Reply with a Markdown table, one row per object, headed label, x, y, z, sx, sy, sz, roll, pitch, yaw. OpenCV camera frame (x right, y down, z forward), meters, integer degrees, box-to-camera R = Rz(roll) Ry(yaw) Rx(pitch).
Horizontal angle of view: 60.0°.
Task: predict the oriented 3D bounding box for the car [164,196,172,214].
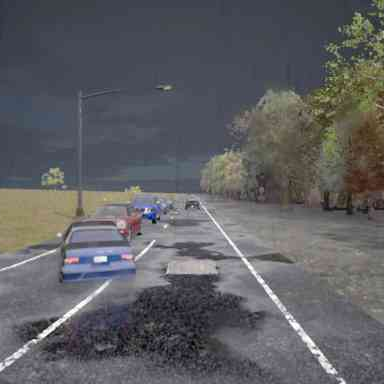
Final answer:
| label | x | y | z | sx | sy | sz | roll | pitch | yaw |
| --- | --- | --- | --- | --- | --- | --- | --- | --- | --- |
| car | -3.599 | 1.385 | 35.287 | 2.097 | 1.767 | 4.553 | 0 | 0 | 0 |

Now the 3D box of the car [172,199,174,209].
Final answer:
| label | x | y | z | sx | sy | sz | roll | pitch | yaw |
| --- | --- | --- | --- | --- | --- | --- | --- | --- | --- |
| car | -3.600 | 1.391 | 45.294 | 2.097 | 1.767 | 4.553 | 0 | 0 | 0 |

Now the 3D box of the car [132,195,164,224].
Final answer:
| label | x | y | z | sx | sy | sz | roll | pitch | yaw |
| --- | --- | --- | --- | --- | --- | --- | --- | --- | --- |
| car | -3.608 | 1.247 | 25.283 | 2.150 | 2.045 | 5.566 | 0 | 0 | -1 |

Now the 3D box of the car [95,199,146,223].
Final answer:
| label | x | y | z | sx | sy | sz | roll | pitch | yaw |
| --- | --- | --- | --- | --- | --- | --- | --- | --- | --- |
| car | -3.674 | 1.368 | 15.618 | 2.097 | 1.767 | 4.553 | 0 | 0 | 1 |

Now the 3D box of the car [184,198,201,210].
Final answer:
| label | x | y | z | sx | sy | sz | roll | pitch | yaw |
| --- | --- | --- | --- | --- | --- | --- | --- | --- | --- |
| car | 0.052 | 1.543 | 44.256 | 1.837 | 1.490 | 4.892 | 0 | 0 | 0 |

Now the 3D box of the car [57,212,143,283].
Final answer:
| label | x | y | z | sx | sy | sz | roll | pitch | yaw |
| --- | --- | --- | --- | --- | --- | --- | --- | --- | --- |
| car | -2.933 | 1.558 | 9.832 | 2.033 | 1.411 | 5.357 | 0 | 0 | -20 |
